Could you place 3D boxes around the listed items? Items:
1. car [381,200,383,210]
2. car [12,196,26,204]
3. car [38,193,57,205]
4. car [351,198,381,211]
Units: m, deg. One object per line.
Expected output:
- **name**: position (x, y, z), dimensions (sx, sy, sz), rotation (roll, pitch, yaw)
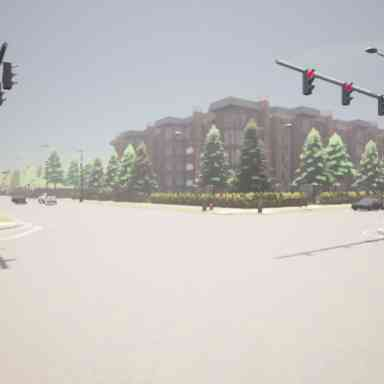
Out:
- **car**: position (21.625, 1.269, 33.739), dimensions (5.008, 1.535, 1.882), rotation (0, 0, -36)
- **car**: position (-32.579, 1.419, 62.540), dimensions (1.882, 1.535, 5.008), rotation (0, 0, -36)
- **car**: position (-25.648, 1.143, 59.049), dimensions (2.150, 2.045, 5.566), rotation (0, 0, -36)
- **car**: position (19.647, 1.338, 36.630), dimensions (5.357, 1.411, 2.033), rotation (0, 0, -36)
